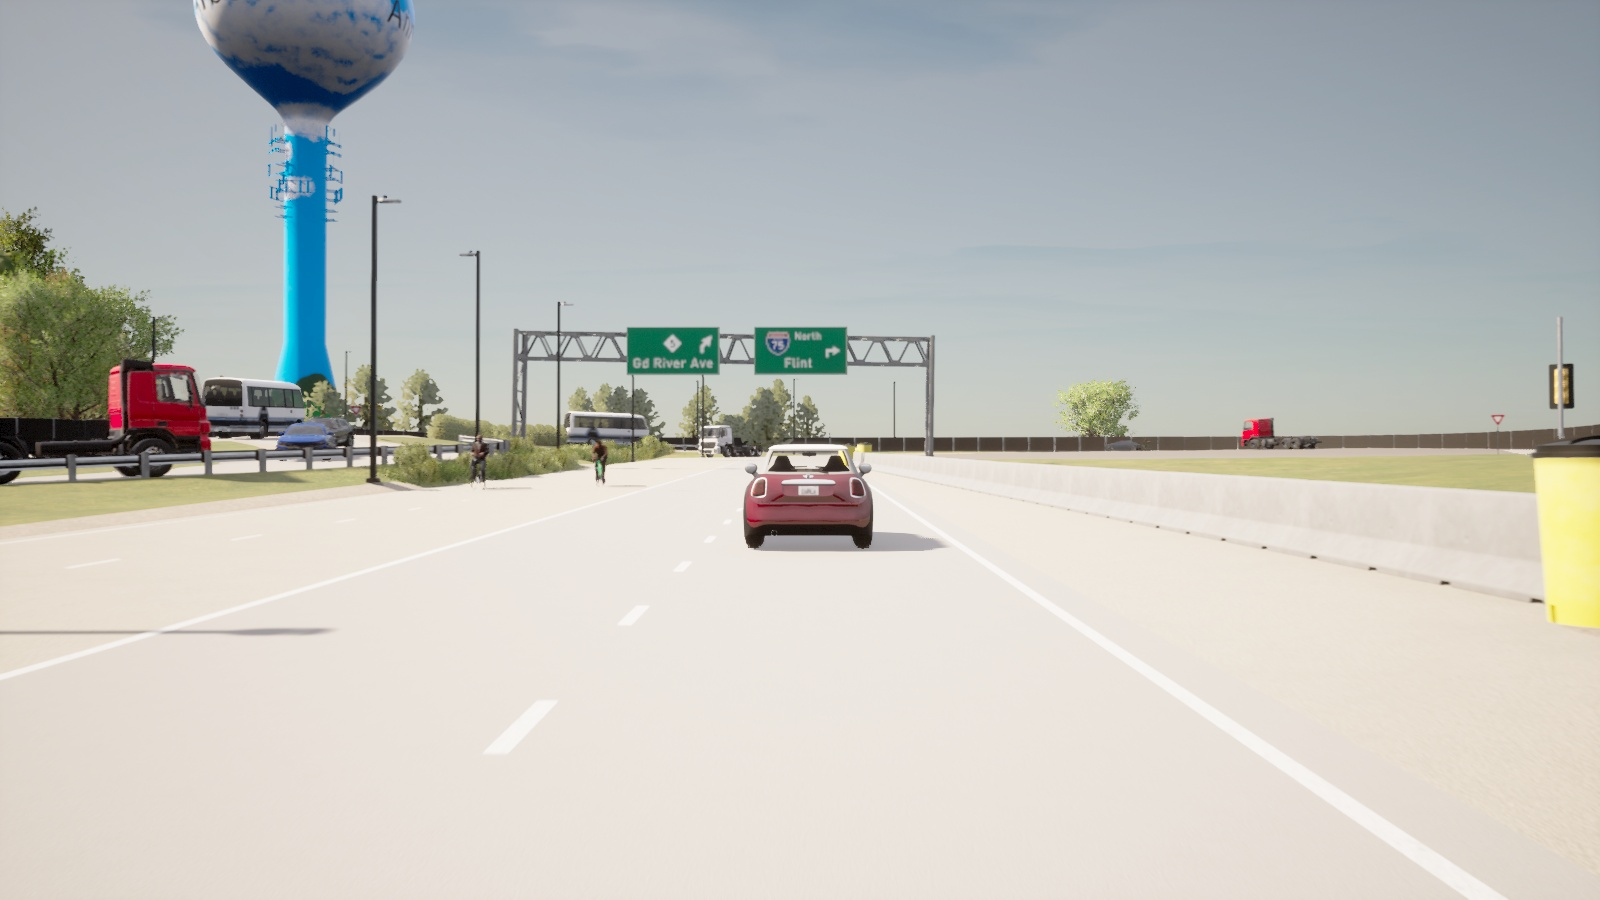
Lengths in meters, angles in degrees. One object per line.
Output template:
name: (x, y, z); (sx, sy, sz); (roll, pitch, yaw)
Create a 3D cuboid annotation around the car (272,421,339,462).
car: (-20.167, -0.396, 51.402); (1.882, 1.535, 5.008); (0, 2, -14)

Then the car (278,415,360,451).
car: (-24.067, -0.868, 63.028); (2.033, 1.649, 4.856); (1, 2, 3)

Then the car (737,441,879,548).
car: (0.125, 0.606, 19.314); (1.970, 1.475, 3.806); (0, 0, 0)

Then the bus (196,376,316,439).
bus: (-39.216, -3.014, 91.070); (3.944, 4.253, 10.273); (1, 1, 2)

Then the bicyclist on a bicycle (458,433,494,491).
bicyclist on a bicycle: (-10.258, 0.374, 39.859); (0.659, 1.776, 1.843); (0, 0, 0)

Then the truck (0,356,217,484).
truck: (-21.442, -0.867, 36.040); (7.936, 3.462, 2.891); (-3, 2, -40)
